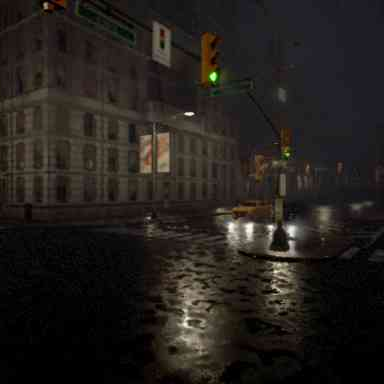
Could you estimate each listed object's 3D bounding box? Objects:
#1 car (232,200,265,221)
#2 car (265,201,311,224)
[{"bbox_3d":[5.123,1.468,27.903,1.882,1.535,5.008,0,0,35],"label":"car"},{"bbox_3d":[7.620,1.498,25.360,1.837,1.490,4.892,0,0,36],"label":"car"}]
